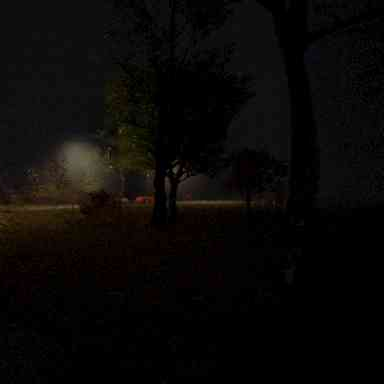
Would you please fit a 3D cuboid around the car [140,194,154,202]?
[{"bbox_3d":[-8.188,1.213,61.688,2.097,1.767,4.553,-2,-1,36],"label":"car"}]

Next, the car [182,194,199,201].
[{"bbox_3d":[-0.395,1.260,72.674,1.812,1.442,4.674,-2,-1,35],"label":"car"}]

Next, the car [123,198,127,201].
[{"bbox_3d":[-13.574,1.517,60.283,1.812,1.442,4.674,-2,-1,36],"label":"car"}]
